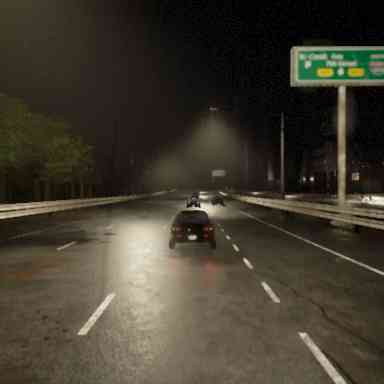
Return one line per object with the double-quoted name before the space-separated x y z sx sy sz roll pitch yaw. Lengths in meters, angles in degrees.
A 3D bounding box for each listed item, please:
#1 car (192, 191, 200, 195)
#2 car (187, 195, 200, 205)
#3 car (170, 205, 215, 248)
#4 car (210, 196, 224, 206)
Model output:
"car" 0.556 1.200 72.675 1.837 1.490 4.892 0 0 1
"car" 0.229 1.494 46.709 1.895 1.301 4.718 0 0 1
"car" 0.023 1.523 14.700 1.812 1.442 4.674 0 0 0
"car" 3.881 1.366 51.623 1.837 1.490 4.892 0 1 1
